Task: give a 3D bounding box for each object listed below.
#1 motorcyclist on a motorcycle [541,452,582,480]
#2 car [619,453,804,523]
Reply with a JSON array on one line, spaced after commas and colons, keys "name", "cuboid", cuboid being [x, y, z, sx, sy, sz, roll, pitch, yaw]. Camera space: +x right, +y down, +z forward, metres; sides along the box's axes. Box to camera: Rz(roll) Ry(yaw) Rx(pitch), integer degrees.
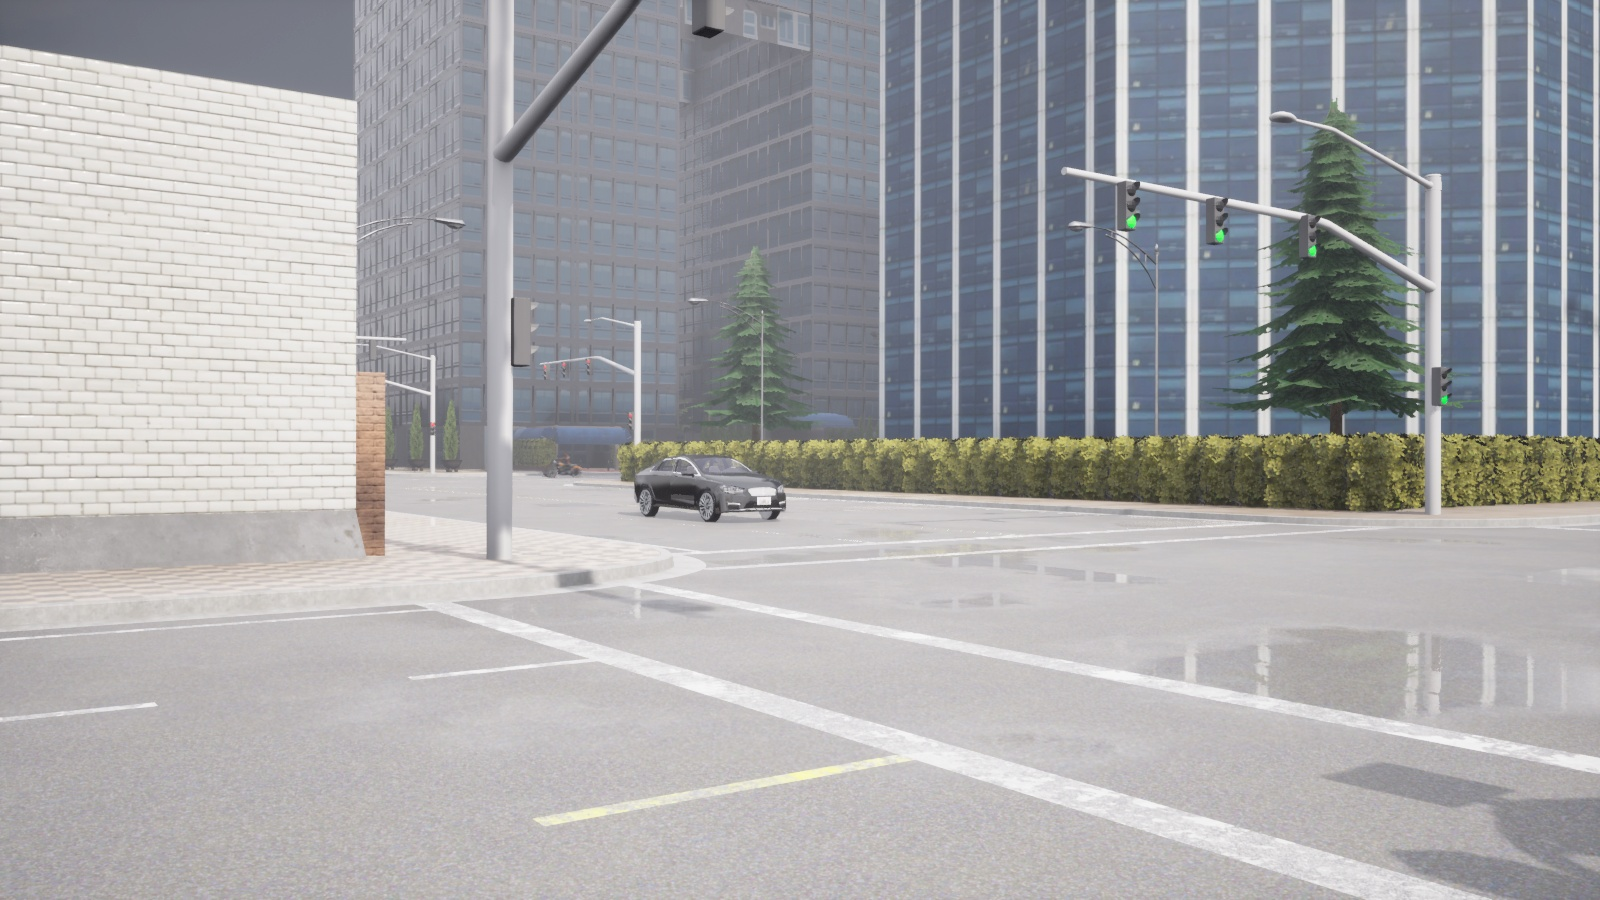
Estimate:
[{"name": "motorcyclist on a motorcycle", "cuboid": [-14.293, 0.965, 75.309, 2.350, 1.649, 0.766, 0, 0, -36]}, {"name": "car", "cuboid": [-2.194, 0.834, 29.697, 2.128, 1.511, 4.902, 0, 0, -35]}]
